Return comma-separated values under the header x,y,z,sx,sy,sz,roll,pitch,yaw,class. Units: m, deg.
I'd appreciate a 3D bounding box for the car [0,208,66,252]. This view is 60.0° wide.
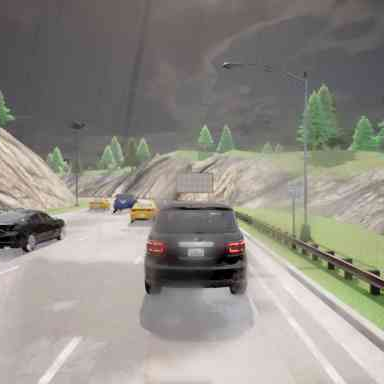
x,y,z,sx,sy,sz,roll,pitch,yaw,class
-6.920,1.477,13.814,1.882,1.535,5.008,0,0,0,car

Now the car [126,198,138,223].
x,y,z,sx,sy,sz,roll,pitch,yaw,class
-3.449,1.478,25.392,1.882,1.535,5.008,0,0,0,car

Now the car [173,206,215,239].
x,y,z,sx,sy,sz,roll,pitch,yaw,class
0.088,1.559,18.098,1.994,1.385,4.181,0,0,0,car

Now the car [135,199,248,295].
x,y,z,sx,sy,sz,roll,pitch,yaw,class
0.085,1.221,8.878,2.150,2.045,5.566,0,0,0,car

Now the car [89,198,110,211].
x,y,z,sx,sy,sz,roll,pitch,yaw,class
-11.276,1.478,40.767,1.882,1.535,5.008,0,0,-6,car

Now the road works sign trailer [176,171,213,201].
x,y,z,sx,sy,sz,roll,pitch,yaw,class
0.181,0.464,21.595,2.380,3.560,2.880,0,0,0,road works sign trailer

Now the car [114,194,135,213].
x,y,z,sx,sy,sz,roll,pitch,yaw,class
-7.429,1.223,37.519,2.150,2.045,5.566,0,0,-4,car

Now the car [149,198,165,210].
x,y,z,sx,sy,sz,roll,pitch,yaw,class
-4.612,1.563,43.829,1.994,1.385,4.181,0,0,-7,car

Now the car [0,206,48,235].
x,y,z,sx,sy,sz,roll,pitch,yaw,class
-10.431,1.600,19.586,1.895,1.301,4.718,0,0,0,car
